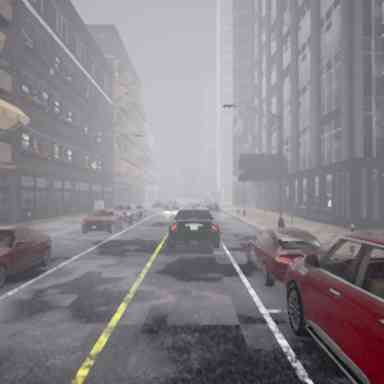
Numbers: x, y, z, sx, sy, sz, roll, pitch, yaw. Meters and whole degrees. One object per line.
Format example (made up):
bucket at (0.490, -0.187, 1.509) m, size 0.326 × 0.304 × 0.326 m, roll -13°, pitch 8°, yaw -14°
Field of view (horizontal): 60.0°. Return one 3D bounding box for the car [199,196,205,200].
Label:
car at (2.752, 1.892, 61.308) m, size 1.801 × 1.575 × 5.366 m, roll 0°, pitch 0°, yaw 0°

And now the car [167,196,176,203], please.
car at (-5.306, 1.969, 86.717) m, size 2.192 × 1.841 × 5.009 m, roll 0°, pitch -1°, yaw 0°

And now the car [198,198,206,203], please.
car at (2.572, 2.181, 86.891) m, size 1.752 × 1.417 × 4.829 m, roll 0°, pitch -1°, yaw 0°

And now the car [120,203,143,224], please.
car at (-5.307, 1.608, 25.821) m, size 1.967 × 1.590 × 4.097 m, roll 1°, pitch 0°, yaw 0°

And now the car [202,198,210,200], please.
car at (2.572, 1.853, 42.436) m, size 1.947 × 1.339 × 4.313 m, roll 0°, pitch 0°, yaw 0°

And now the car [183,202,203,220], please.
car at (0.090, 1.735, 31.796) m, size 1.812 × 1.442 × 4.674 m, roll 0°, pitch 0°, yaw 0°

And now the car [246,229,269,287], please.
car at (2.572, 1.640, 9.223) m, size 1.802 × 1.307 × 4.206 m, roll 0°, pitch 0°, yaw 0°

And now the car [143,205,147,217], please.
car at (-5.308, 1.751, 31.358) m, size 1.887 × 1.381 × 4.507 m, roll 0°, pitch 0°, yaw 0°

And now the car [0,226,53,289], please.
car at (-5.308, 1.641, 9.213) m, size 1.802 × 1.307 × 4.206 m, roll 1°, pitch 0°, yaw 0°

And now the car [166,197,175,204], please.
car at (-5.307, 2.044, 81.180) m, size 1.967 × 1.590 × 4.097 m, roll 0°, pitch 0°, yaw 0°

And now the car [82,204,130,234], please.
car at (-5.308, 1.675, 20.285) m, size 1.887 × 1.381 × 4.507 m, roll 1°, pitch 0°, yaw 0°

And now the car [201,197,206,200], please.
car at (2.572, 1.857, 48.142) m, size 1.752 × 1.417 × 4.829 m, roll 0°, pitch 0°, yaw 0°

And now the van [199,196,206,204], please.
van at (2.574, 1.945, 81.186) m, size 1.690 × 1.788 × 3.998 m, roll 0°, pitch -1°, yaw 0°

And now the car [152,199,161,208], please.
car at (-5.307, 1.814, 53.500) m, size 1.967 × 1.590 × 4.097 m, roll 0°, pitch 0°, yaw 0°

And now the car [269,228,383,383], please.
car at (2.574, 1.339, 3.688) m, size 2.192 × 1.841 × 5.009 m, roll 1°, pitch 0°, yaw 0°

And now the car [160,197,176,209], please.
car at (-2.833, 1.814, 46.925) m, size 2.128 × 1.511 × 4.902 m, roll 0°, pitch 0°, yaw 0°

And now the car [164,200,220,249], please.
car at (0.085, 1.450, 15.188) m, size 2.097 × 1.767 × 4.553 m, roll 0°, pitch 0°, yaw 0°
